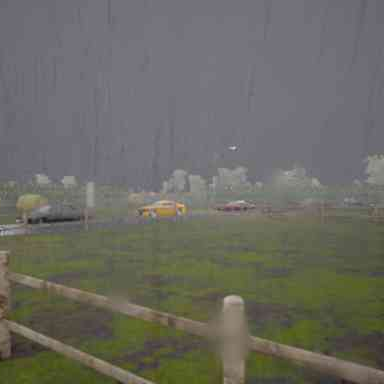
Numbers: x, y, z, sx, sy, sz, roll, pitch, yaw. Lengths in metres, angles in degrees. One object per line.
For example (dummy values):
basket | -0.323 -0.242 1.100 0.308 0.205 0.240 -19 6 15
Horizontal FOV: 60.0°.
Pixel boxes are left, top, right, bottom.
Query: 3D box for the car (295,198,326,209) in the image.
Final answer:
car | 17.322 1.644 48.537 4.892 1.490 1.837 0 0 -37

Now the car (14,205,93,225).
car | -10.156 1.675 24.832 5.357 1.411 2.033 0 0 -45

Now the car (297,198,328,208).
car | 16.047 1.721 43.973 4.718 1.301 1.895 0 0 -37

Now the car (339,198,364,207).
car | 23.966 1.641 49.993 4.674 1.442 1.812 0 0 -36

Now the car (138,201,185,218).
car | -2.930 1.606 31.702 5.008 1.535 1.882 0 0 -43

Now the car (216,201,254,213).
car | 4.958 1.727 38.668 4.718 1.301 1.895 0 0 -40
